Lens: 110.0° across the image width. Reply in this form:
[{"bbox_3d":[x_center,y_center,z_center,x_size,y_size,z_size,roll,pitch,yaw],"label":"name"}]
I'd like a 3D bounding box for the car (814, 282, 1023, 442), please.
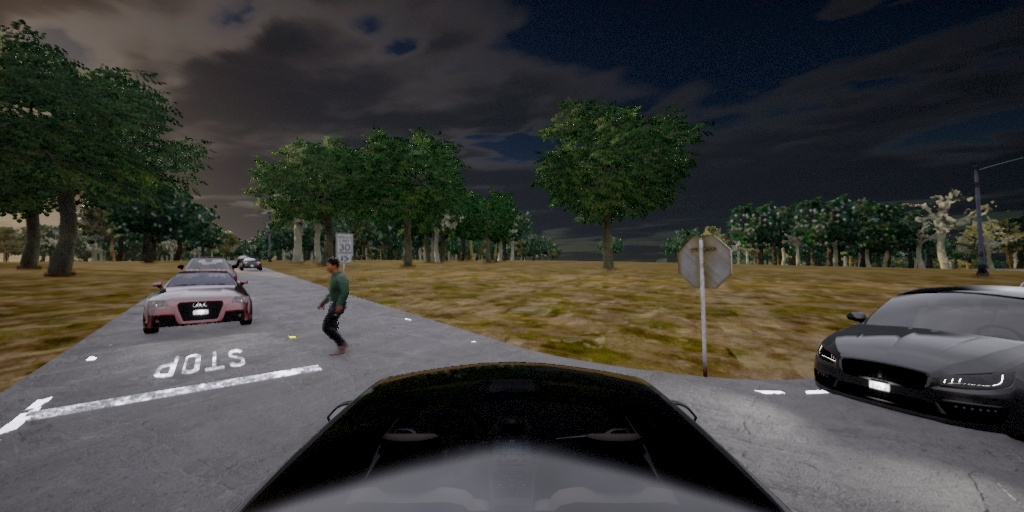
[{"bbox_3d":[6.463,1.208,5.010,4.892,1.490,1.837,-1,-2,-22],"label":"car"}]

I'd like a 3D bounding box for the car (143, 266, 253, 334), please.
[{"bbox_3d":[-8.434,1.101,9.799,1.994,1.385,4.181,1,0,-40],"label":"car"}]

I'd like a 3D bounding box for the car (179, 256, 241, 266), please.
[{"bbox_3d":[-14.730,0.814,17.411,2.097,1.767,4.553,1,0,-40],"label":"car"}]

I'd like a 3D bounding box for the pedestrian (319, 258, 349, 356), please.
[{"bbox_3d":[-3.238,0.893,6.608,0.375,1.860,0.375,4,-5,-39],"label":"pedestrian"}]

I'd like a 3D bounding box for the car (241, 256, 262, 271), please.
[{"bbox_3d":[-28.607,0.832,39.204,1.812,1.442,4.674,1,0,-40],"label":"car"}]
